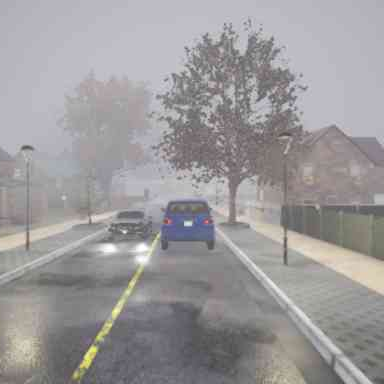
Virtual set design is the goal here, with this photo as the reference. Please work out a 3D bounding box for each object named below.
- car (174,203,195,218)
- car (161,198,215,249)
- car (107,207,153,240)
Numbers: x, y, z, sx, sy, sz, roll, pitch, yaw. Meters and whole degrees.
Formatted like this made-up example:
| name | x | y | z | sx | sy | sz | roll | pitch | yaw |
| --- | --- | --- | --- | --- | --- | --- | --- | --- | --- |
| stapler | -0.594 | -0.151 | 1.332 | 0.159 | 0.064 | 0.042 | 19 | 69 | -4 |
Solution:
| name | x | y | z | sx | sy | sz | roll | pitch | yaw |
| --- | --- | --- | --- | --- | --- | --- | --- | --- | --- |
| car | -0.778 | 1.789 | 33.798 | 1.895 | 1.301 | 4.718 | 0 | 0 | -2 |
| car | -0.214 | 1.292 | 14.975 | 2.150 | 2.045 | 5.566 | 0 | 0 | -2 |
| car | -3.134 | 1.598 | 17.552 | 1.837 | 1.490 | 4.892 | 0 | 0 | -2 |
